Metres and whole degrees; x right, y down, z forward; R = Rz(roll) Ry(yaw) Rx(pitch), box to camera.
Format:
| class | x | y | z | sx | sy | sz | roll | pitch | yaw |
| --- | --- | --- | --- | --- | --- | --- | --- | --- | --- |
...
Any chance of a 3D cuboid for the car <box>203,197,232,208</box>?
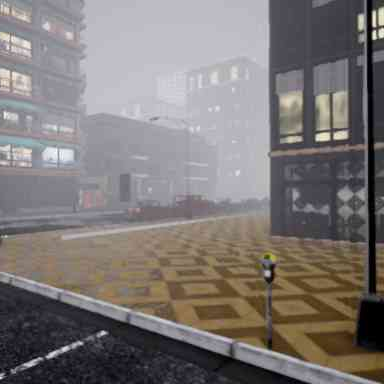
| class | x | y | z | sx | sy | sz | roll | pitch | yaw |
| --- | --- | --- | --- | --- | --- | --- | --- | --- | --- |
| car | 3.678 | 1.408 | 47.332 | 1.752 | 1.417 | 4.829 | -1 | 0 | 36 |

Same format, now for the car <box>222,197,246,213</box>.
| class | x | y | z | sx | sy | sz | roll | pitch | yaw |
| --- | --- | --- | --- | --- | --- | --- | --- | --- | --- |
| car | 3.480 | 1.416 | 33.789 | 1.802 | 1.307 | 4.206 | -1 | 0 | 36 |

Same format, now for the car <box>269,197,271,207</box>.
| class | x | y | z | sx | sy | sz | roll | pitch | yaw |
| --- | --- | --- | --- | --- | --- | --- | --- | --- | --- |
| car | 10.120 | 1.361 | 42.791 | 2.008 | 1.369 | 4.403 | -1 | 0 | 36 |

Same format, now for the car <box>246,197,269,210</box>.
| class | x | y | z | sx | sy | sz | roll | pitch | yaw |
| --- | --- | --- | --- | --- | --- | --- | --- | --- | --- |
| car | 6.800 | 1.367 | 38.290 | 1.887 | 1.381 | 4.507 | -1 | 0 | 36 |

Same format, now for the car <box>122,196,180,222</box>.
| class | x | y | z | sx | sy | sz | roll | pitch | yaw |
| --- | --- | --- | --- | --- | --- | --- | --- | --- | --- |
| car | -3.161 | 1.297 | 24.787 | 1.967 | 1.590 | 4.097 | -1 | 0 | 36 |

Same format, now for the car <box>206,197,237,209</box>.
| class | x | y | z | sx | sy | sz | roll | pitch | yaw |
| --- | --- | --- | --- | --- | --- | --- | --- | --- | --- |
| car | 3.869 | 1.392 | 43.413 | 1.812 | 1.442 | 4.674 | -1 | 0 | 37 |

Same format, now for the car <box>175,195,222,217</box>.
| class | x | y | z | sx | sy | sz | roll | pitch | yaw |
| --- | --- | --- | --- | --- | --- | --- | --- | --- | --- |
| car | 0.158 | 1.160 | 29.288 | 2.192 | 1.841 | 5.009 | -1 | 0 | 36 |
